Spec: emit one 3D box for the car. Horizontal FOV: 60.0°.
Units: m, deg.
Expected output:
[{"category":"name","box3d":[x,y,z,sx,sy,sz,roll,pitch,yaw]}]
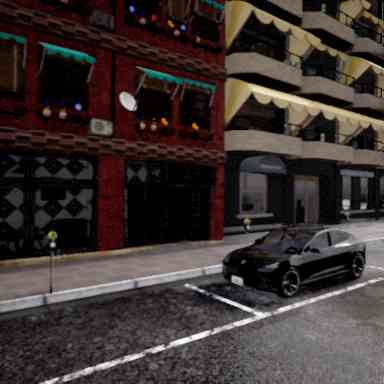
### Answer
[{"category":"car","box3d":[2.769,1.555,8.520,4.313,1.339,1.947,0,1,-35]}]
